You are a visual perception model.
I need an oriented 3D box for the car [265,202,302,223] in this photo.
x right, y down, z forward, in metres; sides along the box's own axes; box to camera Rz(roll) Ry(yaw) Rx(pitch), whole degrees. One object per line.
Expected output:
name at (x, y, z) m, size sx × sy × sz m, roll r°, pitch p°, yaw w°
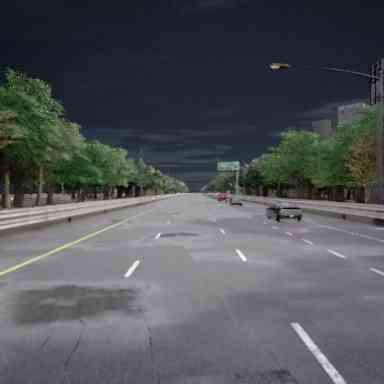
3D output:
car at (7.032, 1.504, 25.830) m, size 2.128 × 1.511 × 4.902 m, roll 0°, pitch 0°, yaw 0°

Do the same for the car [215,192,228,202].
car at (7.338, 1.271, 80.438) m, size 2.150 × 2.045 × 5.566 m, roll 0°, pitch 0°, yaw 0°

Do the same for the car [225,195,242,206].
car at (7.156, 1.583, 55.396) m, size 2.033 × 1.411 × 5.357 m, roll 0°, pitch 0°, yaw 0°
